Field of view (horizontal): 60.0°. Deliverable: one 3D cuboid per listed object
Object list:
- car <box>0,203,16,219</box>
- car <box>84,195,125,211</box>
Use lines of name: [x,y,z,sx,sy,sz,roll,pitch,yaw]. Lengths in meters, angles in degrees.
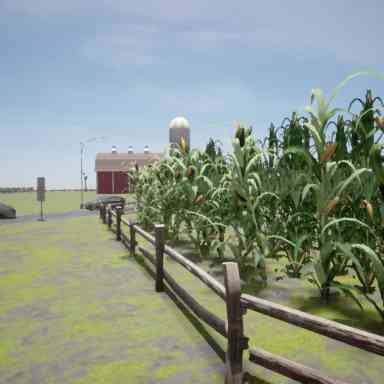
car: [-15.084,1.370,24.023,1.994,1.385,4.181,-1,1,30]
car: [-8.953,1.108,34.374,1.837,1.490,4.892,-1,0,29]
